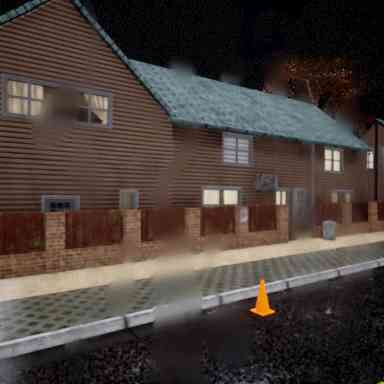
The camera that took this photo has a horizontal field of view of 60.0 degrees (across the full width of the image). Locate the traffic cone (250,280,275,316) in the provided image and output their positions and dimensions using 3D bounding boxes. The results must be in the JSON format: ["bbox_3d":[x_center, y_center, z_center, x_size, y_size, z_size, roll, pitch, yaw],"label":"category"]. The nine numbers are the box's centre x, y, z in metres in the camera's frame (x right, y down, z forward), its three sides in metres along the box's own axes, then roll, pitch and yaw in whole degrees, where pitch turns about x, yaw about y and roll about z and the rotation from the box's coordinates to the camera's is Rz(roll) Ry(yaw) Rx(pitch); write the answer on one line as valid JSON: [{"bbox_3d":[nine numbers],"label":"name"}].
[{"bbox_3d":[1.324,1.953,6.247,0.340,0.580,0.340,0,0,-34],"label":"traffic cone"}]
